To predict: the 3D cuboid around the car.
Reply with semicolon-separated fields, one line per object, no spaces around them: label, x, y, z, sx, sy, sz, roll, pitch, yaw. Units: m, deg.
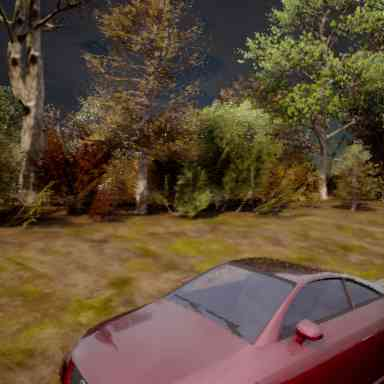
car;0.782;1.514;3.704;4.181;1.385;1.994;0;1;-36
